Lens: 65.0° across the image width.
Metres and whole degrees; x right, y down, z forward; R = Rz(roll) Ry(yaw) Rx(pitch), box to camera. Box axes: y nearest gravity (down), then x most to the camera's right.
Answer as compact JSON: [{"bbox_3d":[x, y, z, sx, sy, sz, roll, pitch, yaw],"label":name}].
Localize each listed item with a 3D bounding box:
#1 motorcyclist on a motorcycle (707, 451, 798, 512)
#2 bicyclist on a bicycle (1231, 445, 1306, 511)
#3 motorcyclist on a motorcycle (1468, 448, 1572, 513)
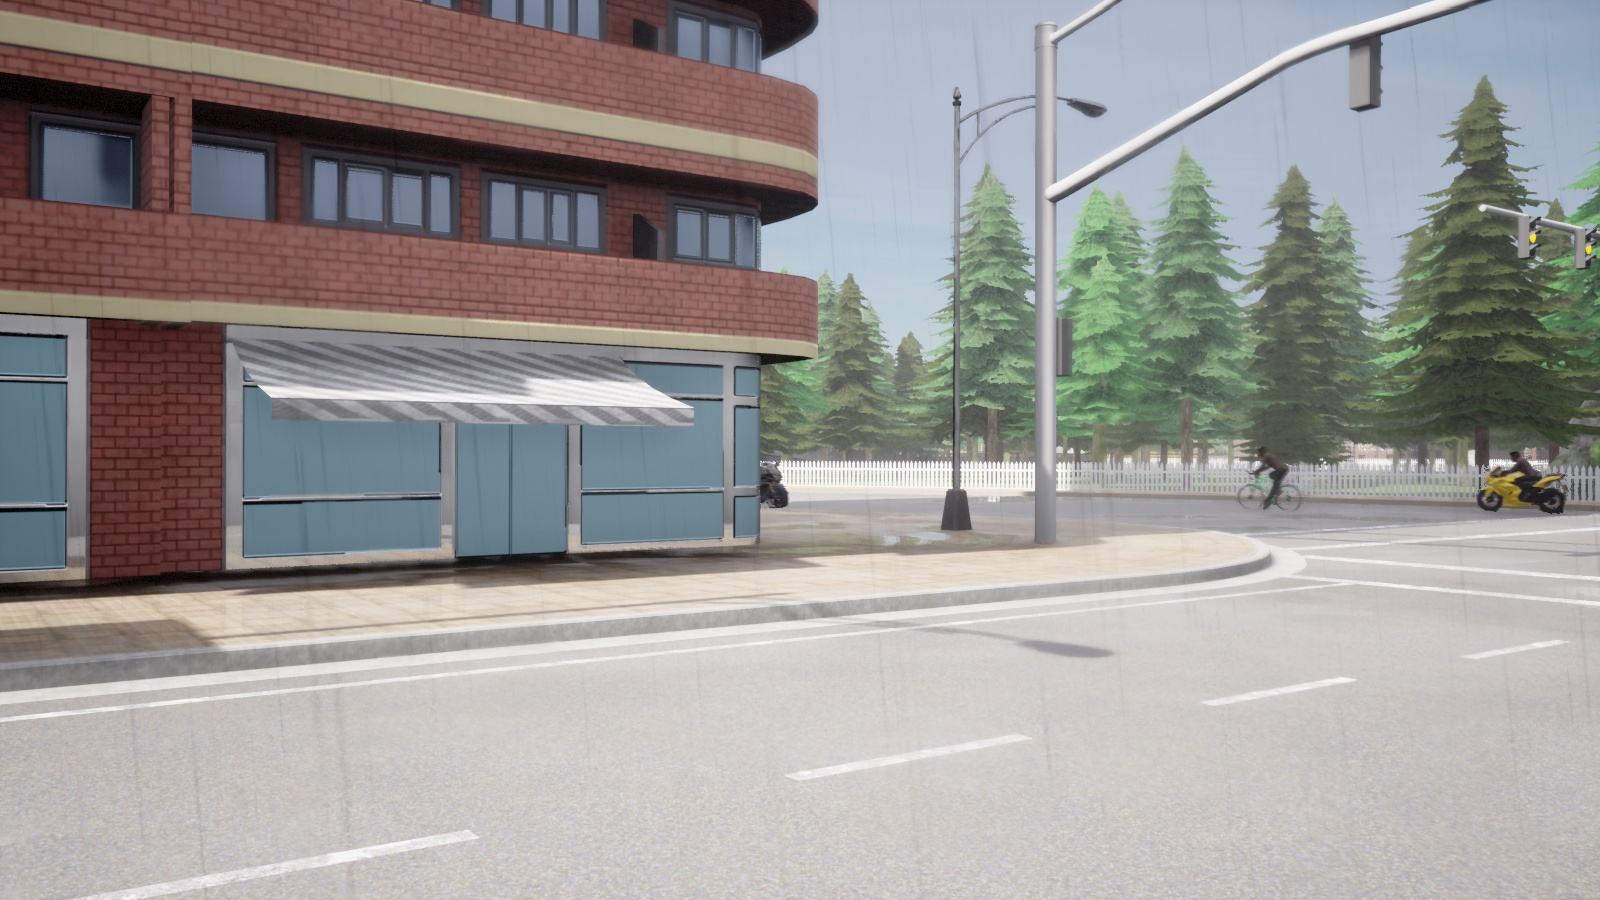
[{"bbox_3d":[-1.228,0.806,32.470,2.191,1.530,0.866,0,0,27],"label":"motorcyclist on a motorcycle"},{"bbox_3d":[11.744,0.694,31.510,1.656,1.620,0.582,-1,0,45],"label":"bicyclist on a bicycle"},{"bbox_3d":[17.475,0.709,30.524,0.797,1.523,2.044,0,0,-39],"label":"motorcyclist on a motorcycle"}]
